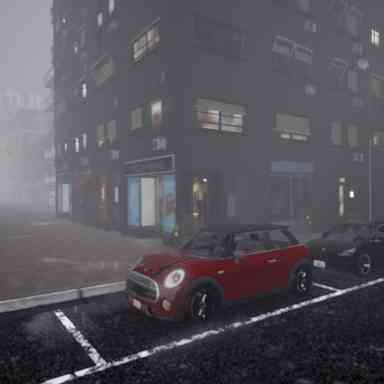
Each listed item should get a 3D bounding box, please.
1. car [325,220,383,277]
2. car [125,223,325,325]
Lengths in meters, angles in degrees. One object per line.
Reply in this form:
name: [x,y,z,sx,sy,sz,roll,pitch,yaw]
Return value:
car: [5.222,1.576,10.262,4.313,1.339,1.947,0,-1,-35]
car: [0.652,1.445,7.024,4.097,1.590,1.967,0,-1,-35]
